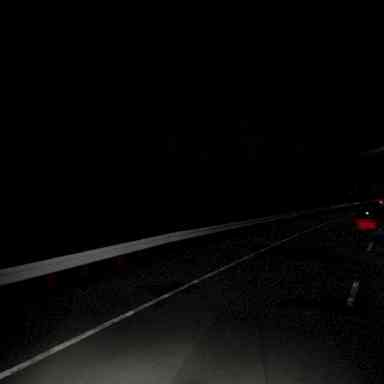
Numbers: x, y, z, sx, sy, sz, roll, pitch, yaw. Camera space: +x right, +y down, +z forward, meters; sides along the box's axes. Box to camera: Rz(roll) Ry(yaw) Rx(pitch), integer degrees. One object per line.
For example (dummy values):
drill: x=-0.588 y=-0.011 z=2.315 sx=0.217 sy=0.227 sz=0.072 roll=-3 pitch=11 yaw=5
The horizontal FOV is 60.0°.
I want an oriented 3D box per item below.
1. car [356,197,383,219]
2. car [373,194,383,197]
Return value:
car: x=15.970 y=1.505 z=29.670 sx=1.837 sy=1.490 sz=4.892 roll=0 pitch=0 yaw=35
car: x=22.006 y=1.221 z=38.226 sx=2.150 sy=2.045 sz=5.566 roll=0 pitch=0 yaw=35
